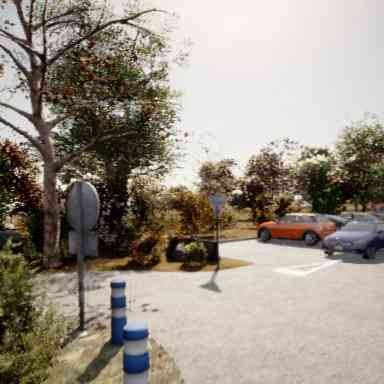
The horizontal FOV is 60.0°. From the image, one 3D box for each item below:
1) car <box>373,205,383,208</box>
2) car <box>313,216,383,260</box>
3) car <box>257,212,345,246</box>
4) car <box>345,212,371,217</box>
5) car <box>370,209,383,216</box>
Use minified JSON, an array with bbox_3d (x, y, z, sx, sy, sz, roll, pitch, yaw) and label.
[{"bbox_3d":[19.071,2.143,29.958,2.435,2.045,5.566,1,-3,-39],"label":"car"},{"bbox_3d":[7.529,1.963,14.491,4.674,1.442,1.812,1,-3,-39],"label":"car"},{"bbox_3d":[5.986,2.021,19.392,2.185,1.767,4.553,1,-3,-39],"label":"car"},{"bbox_3d":[8.073,2.187,21.102,2.097,1.535,5.008,1,-3,-39],"label":"car"},{"bbox_3d":[12.558,2.274,24.735,2.231,1.521,4.892,1,-3,-39],"label":"car"}]
